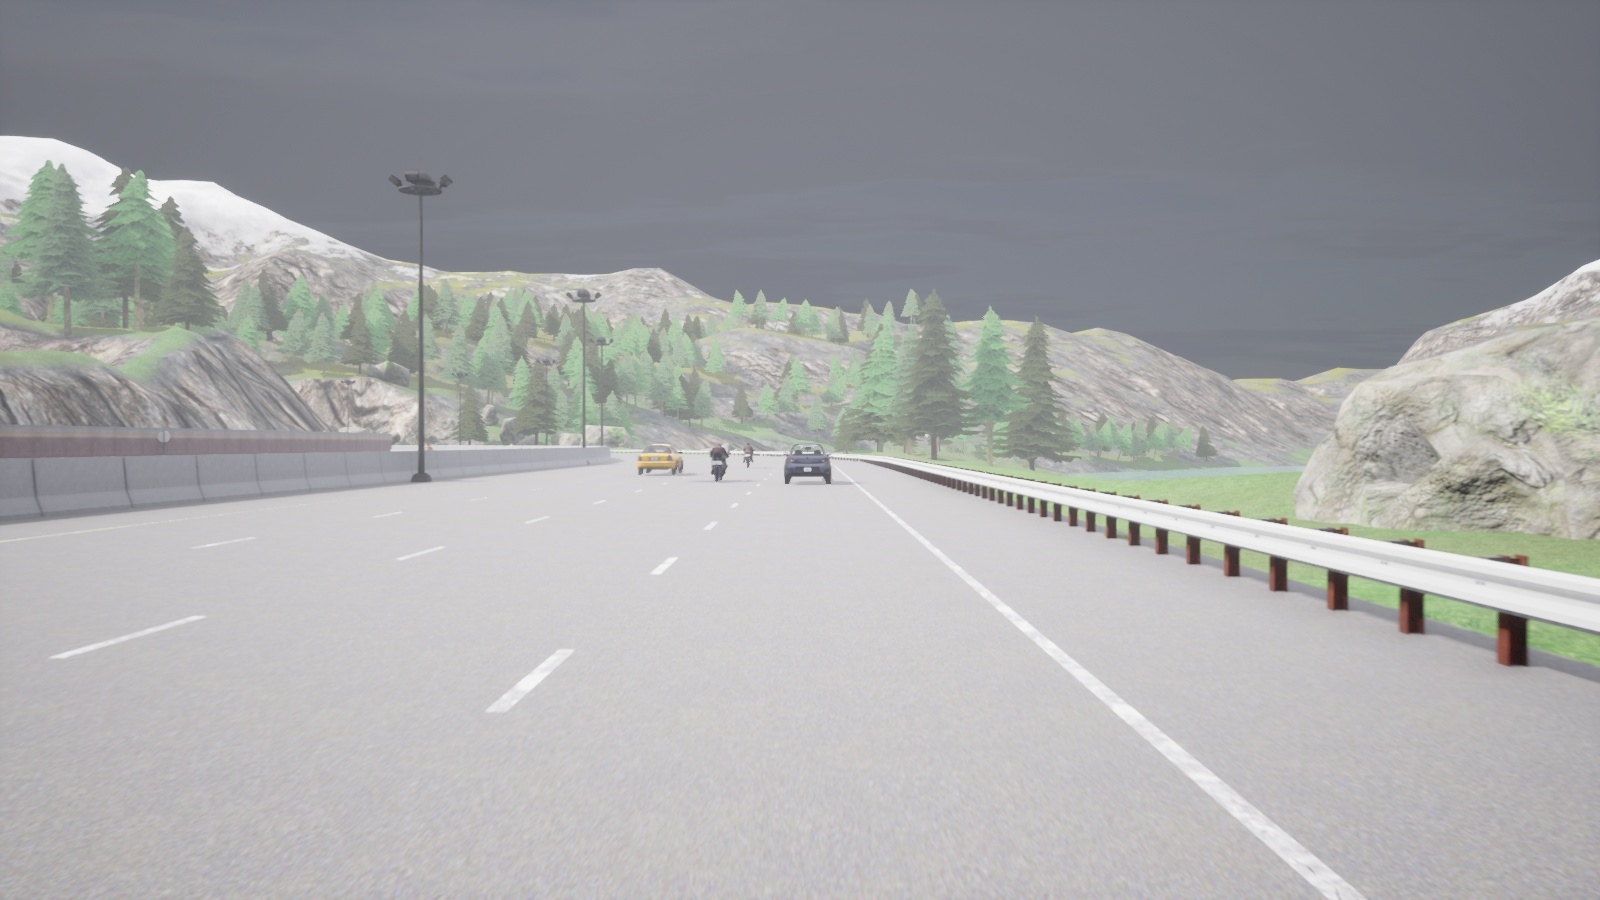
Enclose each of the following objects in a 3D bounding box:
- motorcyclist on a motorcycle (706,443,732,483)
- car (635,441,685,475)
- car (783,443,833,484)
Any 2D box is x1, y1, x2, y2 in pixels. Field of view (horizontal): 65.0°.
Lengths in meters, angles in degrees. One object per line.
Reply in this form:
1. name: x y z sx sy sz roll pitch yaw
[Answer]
1. motorcyclist on a motorcycle: -3.198 0.498 49.778 0.866 1.530 2.191 0 0 0
2. car: -6.639 0.342 60.015 1.801 1.575 5.366 0 0 0
3. car: 0.290 0.492 47.636 1.816 1.474 4.193 0 0 0
